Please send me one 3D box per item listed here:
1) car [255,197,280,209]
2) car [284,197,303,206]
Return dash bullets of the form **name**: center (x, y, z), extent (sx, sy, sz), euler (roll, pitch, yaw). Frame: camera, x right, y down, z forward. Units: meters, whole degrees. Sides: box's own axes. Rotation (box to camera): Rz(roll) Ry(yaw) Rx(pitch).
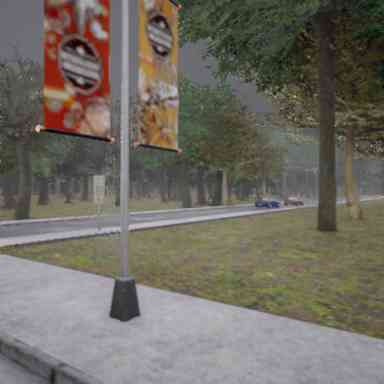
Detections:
- **car**: center (10.003, 1.425, 43.970), extent (1.882, 1.535, 5.008), euler (0, 0, 36)
- **car**: center (15.989, 1.470, 52.434), extent (1.812, 1.442, 4.674), euler (0, 0, 36)
